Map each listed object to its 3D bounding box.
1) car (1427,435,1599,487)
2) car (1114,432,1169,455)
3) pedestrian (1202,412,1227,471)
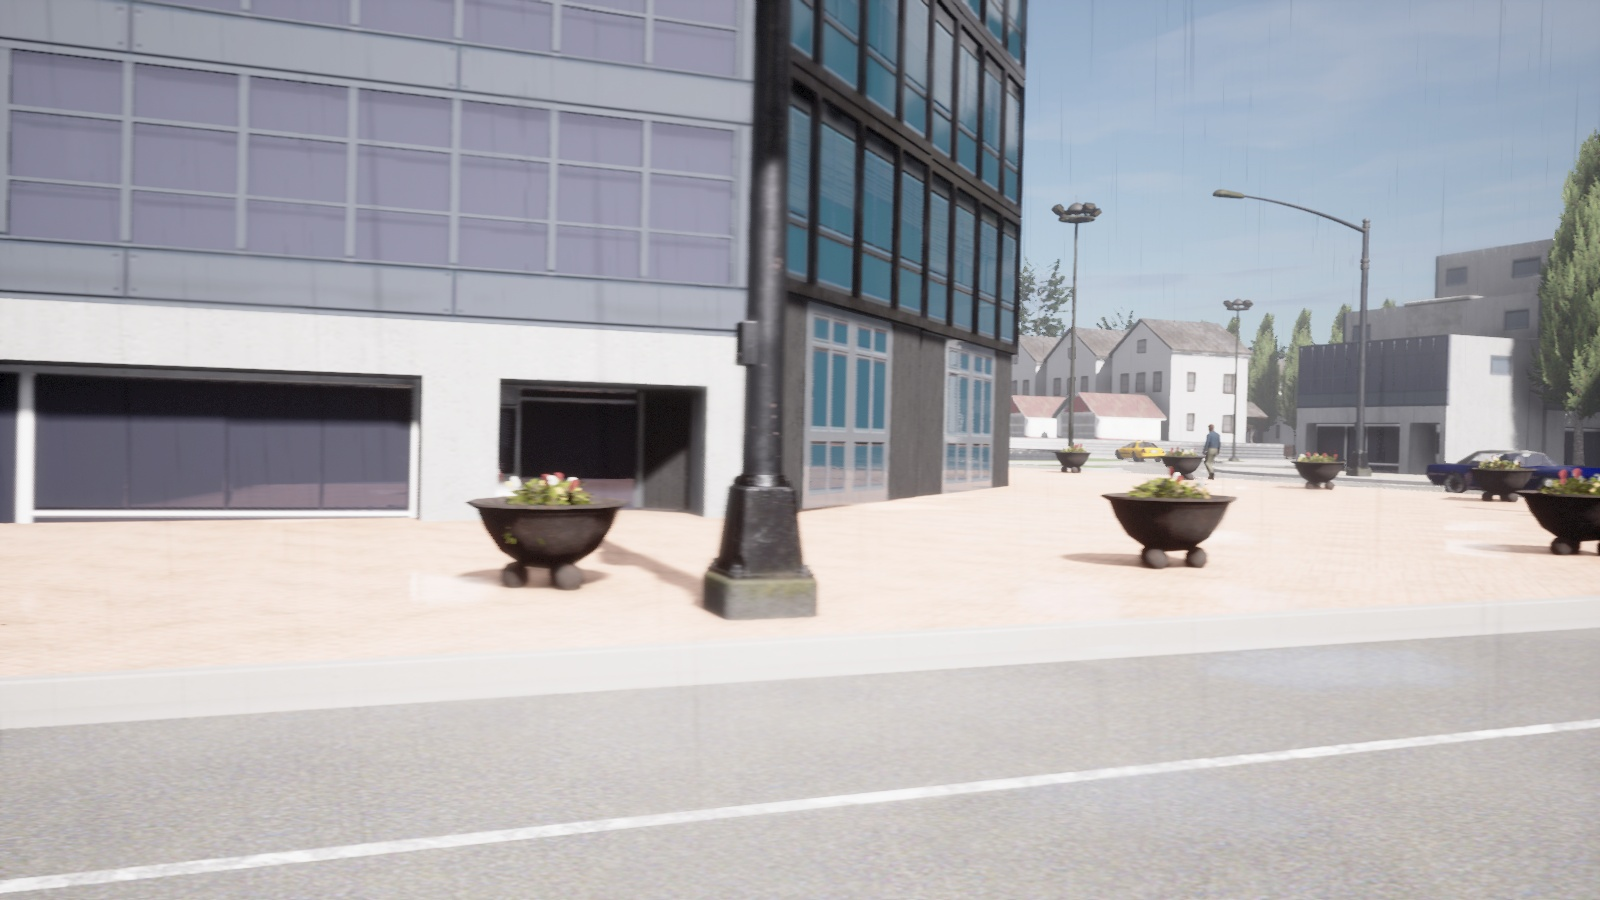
[{"bbox_3d":[19.594,0.255,33.910,1.895,1.301,4.718,0,1,-20],"label":"car"},{"bbox_3d":[23.759,-0.486,87.615,1.801,1.575,5.366,0,1,-7],"label":"car"},{"bbox_3d":[13.094,-0.265,39.704,0.370,1.835,0.726,0,1,-21],"label":"pedestrian"}]
